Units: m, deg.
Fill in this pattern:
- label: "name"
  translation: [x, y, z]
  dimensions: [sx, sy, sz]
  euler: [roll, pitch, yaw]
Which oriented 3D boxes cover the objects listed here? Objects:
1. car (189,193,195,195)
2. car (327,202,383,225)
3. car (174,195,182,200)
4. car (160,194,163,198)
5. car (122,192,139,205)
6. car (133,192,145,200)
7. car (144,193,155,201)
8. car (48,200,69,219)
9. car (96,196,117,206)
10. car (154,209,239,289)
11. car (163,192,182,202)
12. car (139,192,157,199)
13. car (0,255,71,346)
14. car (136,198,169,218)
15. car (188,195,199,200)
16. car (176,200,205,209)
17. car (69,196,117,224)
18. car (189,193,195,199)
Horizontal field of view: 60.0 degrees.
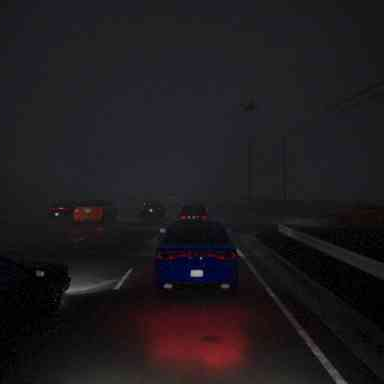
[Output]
- label: "car"
  translation: [0.013, 1.390, 84.015]
  dimensions: [1.895, 1.301, 4.718]
  euler: [0, 0, 0]
- label: "car"
  translation: [11.418, 1.426, 21.632]
  dimensions: [5.008, 1.535, 1.882]
  euler: [0, 0, 39]
- label: "car"
  translation: [-3.487, 1.357, 83.067]
  dimensions: [1.994, 1.385, 4.181]
  euler: [0, 0, 0]
- label: "car"
  translation: [-6.987, 1.328, 83.741]
  dimensions: [1.812, 1.442, 4.674]
  euler: [0, 0, 0]
- label: "car"
  translation: [-10.391, 1.219, 56.413]
  dimensions: [2.097, 1.767, 4.553]
  euler: [0, 0, 0]
- label: "car"
  translation: [-13.986, 1.016, 88.044]
  dimensions: [2.150, 2.045, 5.566]
  euler: [0, 0, 0]
- label: "car"
  translation: [-10.487, 1.163, 81.841]
  dimensions: [2.097, 1.767, 4.553]
  euler: [0, 0, 0]
- label: "car"
  translation: [-10.396, 1.439, 28.018]
  dimensions: [1.837, 1.490, 4.892]
  euler: [0, 0, 0]
- label: "car"
  translation: [-13.893, 1.420, 54.337]
  dimensions: [2.033, 1.411, 5.357]
  euler: [0, 0, 0]
- label: "car"
  translation: [0.100, 1.456, 9.097]
  dimensions: [1.882, 1.535, 5.008]
  euler: [0, 0, 0]
- label: "car"
  translation: [-3.390, 1.087, 57.940]
  dimensions: [2.150, 2.045, 5.566]
  euler: [0, 0, 0]
- label: "car"
  translation: [-6.891, 1.223, 54.438]
  dimensions: [2.097, 1.767, 4.553]
  euler: [0, 0, 0]
- label: "car"
  translation: [-3.400, 1.537, 4.369]
  dimensions: [2.033, 1.411, 5.357]
  euler: [0, 0, 0]
- label: "car"
  translation: [-3.396, 1.494, 29.622]
  dimensions: [1.994, 1.385, 4.181]
  euler: [0, 0, 0]
- label: "car"
  translation: [0.178, 1.444, 43.876]
  dimensions: [2.033, 1.411, 5.357]
  euler: [0, 0, -2]
- label: "car"
  translation: [0.101, 1.497, 21.610]
  dimensions: [2.033, 1.411, 5.357]
  euler: [0, 0, 0]
- label: "car"
  translation: [-6.896, 1.294, 24.167]
  dimensions: [2.097, 1.767, 4.553]
  euler: [0, 0, 0]
- label: "car"
  translation: [0.015, 1.112, 93.988]
  dimensions: [1.837, 1.490, 4.892]
  euler: [0, 0, 0]
